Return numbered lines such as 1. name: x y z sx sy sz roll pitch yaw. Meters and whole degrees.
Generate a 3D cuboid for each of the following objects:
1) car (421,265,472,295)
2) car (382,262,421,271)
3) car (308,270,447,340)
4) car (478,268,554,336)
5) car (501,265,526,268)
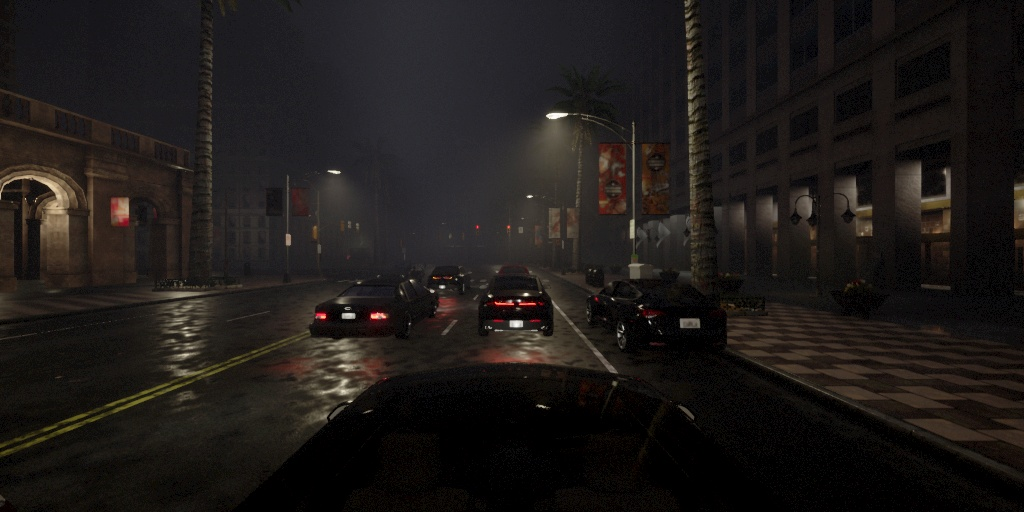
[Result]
1. car: -3.395 1.255 19.876 1.837 1.490 4.892 0 0 0
2. car: -6.995 1.096 23.130 2.033 1.411 5.357 0 0 0
3. car: -3.399 1.297 9.987 2.033 1.411 5.357 0 0 0
4. car: 0.091 1.254 10.369 1.837 1.490 4.892 0 0 0
5. car: 0.100 1.228 19.819 1.882 1.535 5.008 0 0 0
